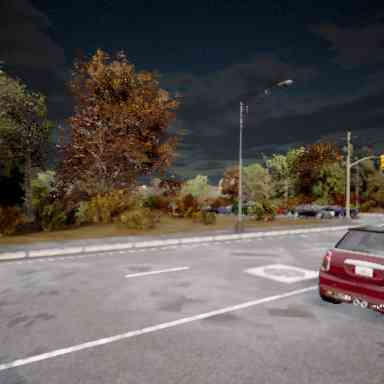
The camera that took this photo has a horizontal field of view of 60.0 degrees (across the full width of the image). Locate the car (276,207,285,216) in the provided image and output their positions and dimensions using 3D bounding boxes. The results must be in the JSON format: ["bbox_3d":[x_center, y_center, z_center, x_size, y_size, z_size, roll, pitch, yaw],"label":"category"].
[{"bbox_3d":[10.752,2.400,44.873,1.882,1.535,5.008,1,-3,-32],"label":"car"}]

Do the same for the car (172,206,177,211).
[{"bbox_3d":[-3.191,3.288,60.632,2.097,1.767,4.553,1,-3,-32],"label":"car"}]

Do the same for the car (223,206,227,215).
[{"bbox_3d":[5.525,2.961,53.218,2.033,1.411,5.357,1,-4,-32],"label":"car"}]

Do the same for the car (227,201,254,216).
[{"bbox_3d":[7.472,2.119,43.524,2.150,2.045,5.566,1,-3,-32],"label":"car"}]

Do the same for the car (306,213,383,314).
[{"bbox_3d":[4.786,1.454,7.103,4.553,1.767,2.097,1,-1,-35],"label":"car"}]

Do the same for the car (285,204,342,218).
[{"bbox_3d":[12.712,2.054,35.142,2.128,1.511,4.902,1,-2,-32],"label":"car"}]

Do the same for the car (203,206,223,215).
[{"bbox_3d":[2.256,2.994,51.852,1.895,1.301,4.718,1,-4,-32],"label":"car"}]

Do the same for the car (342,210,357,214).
[{"bbox_3d":[15.750,2.211,36.892,1.895,1.301,4.718,1,-2,-32],"label":"car"}]
